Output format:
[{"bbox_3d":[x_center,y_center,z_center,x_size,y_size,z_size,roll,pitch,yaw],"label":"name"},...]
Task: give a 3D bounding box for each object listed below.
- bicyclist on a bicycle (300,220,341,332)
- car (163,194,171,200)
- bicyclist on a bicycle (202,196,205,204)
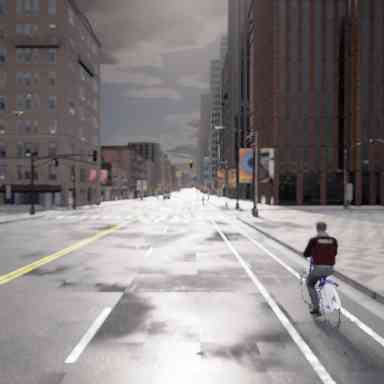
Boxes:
[{"bbox_3d":[2.250,1.384,5.988,0.659,1.776,1.843,0,0,0],"label":"bicyclist on a bicycle"},{"bbox_3d":[-6.501,1.382,86.325,1.837,1.490,4.892,0,0,0],"label":"car"},{"bbox_3d":[2.293,1.646,67.558,0.866,1.612,1.509,0,0,0],"label":"bicyclist on a bicycle"}]
